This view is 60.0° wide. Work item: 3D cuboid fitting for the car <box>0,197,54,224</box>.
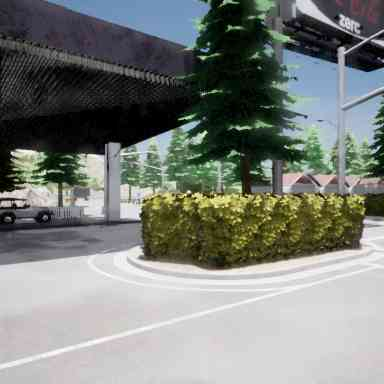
[{"bbox_3d":[-11.956,1.313,23.490,3.866,1.878,1.905,0,0,-36],"label":"car"}]
